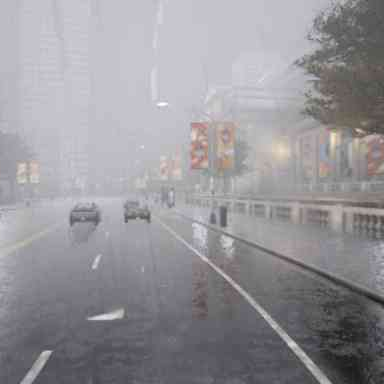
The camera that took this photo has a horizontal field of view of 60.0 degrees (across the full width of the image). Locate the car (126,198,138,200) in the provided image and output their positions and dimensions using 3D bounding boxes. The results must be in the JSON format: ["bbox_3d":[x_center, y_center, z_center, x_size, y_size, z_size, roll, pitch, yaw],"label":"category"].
[{"bbox_3d":[-7.328,1.489,40.646,1.837,1.490,4.892,0,1,-12],"label":"car"}]

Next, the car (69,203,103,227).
[{"bbox_3d":[-7.357,1.499,23.348,2.128,1.511,4.902,0,0,-11],"label":"car"}]

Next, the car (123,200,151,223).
[{"bbox_3d":[-4.292,1.588,25.859,1.895,1.301,4.718,0,0,-12],"label":"car"}]
